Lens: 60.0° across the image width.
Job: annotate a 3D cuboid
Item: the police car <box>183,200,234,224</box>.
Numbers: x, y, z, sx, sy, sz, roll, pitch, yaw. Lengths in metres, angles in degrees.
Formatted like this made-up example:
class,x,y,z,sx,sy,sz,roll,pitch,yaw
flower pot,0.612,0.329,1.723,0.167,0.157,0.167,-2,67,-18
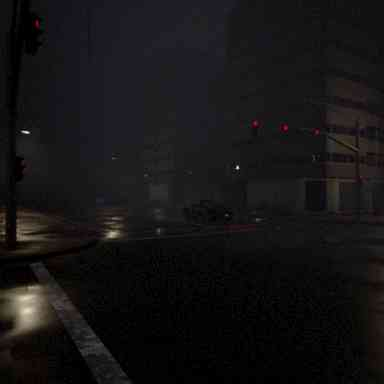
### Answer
class,x,y,z,sx,sy,sz,roll,pitch,yaw
police car,1.046,1.425,25.327,1.930,1.638,5.238,0,0,-32

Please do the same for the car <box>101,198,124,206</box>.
class,x,y,z,sx,sy,sz,roll,pitch,yaw
car,-12.817,1.601,54.477,1.895,1.301,4.718,0,0,-31

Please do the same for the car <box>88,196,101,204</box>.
class,x,y,z,sx,sy,sz,roll,pitch,yaw
car,-18.093,1.547,62.903,2.033,1.411,5.357,0,0,-32
